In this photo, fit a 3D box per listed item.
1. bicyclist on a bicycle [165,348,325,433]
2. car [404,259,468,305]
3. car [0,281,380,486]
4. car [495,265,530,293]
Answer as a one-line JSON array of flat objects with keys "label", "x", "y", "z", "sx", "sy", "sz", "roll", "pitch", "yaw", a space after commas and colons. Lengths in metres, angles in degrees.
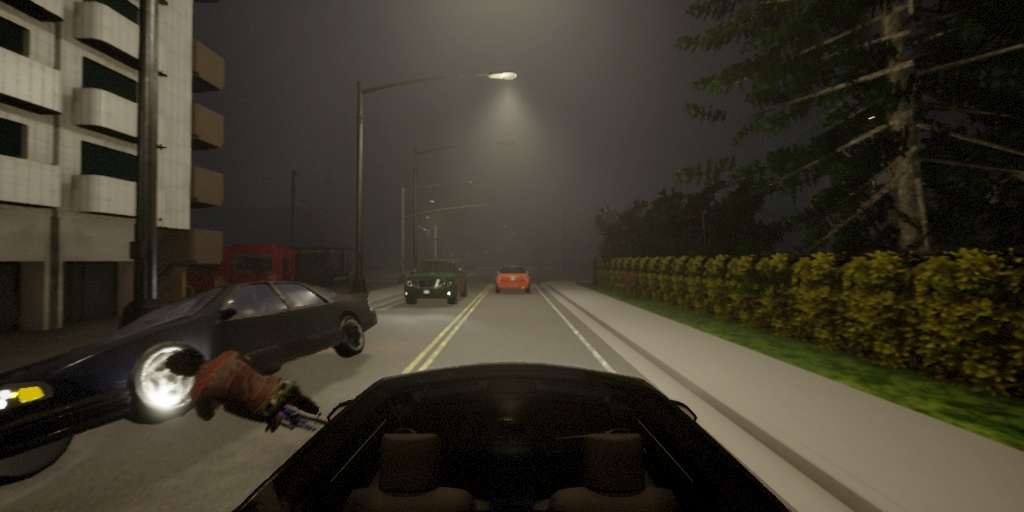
[{"label": "bicyclist on a bicycle", "x": -2.353, "y": 1.345, "z": 3.316, "sx": 1.656, "sy": 0.582, "sz": 1.620, "roll": 6, "pitch": -42, "yaw": 13}, {"label": "car", "x": -3.546, "y": 1.173, "z": 17.771, "sx": 2.150, "sy": 2.045, "sz": 5.566, "roll": 0, "pitch": -1, "yaw": 1}, {"label": "car", "x": -3.779, "y": 1.153, "z": 4.895, "sx": 2.033, "sy": 1.411, "sz": 5.357, "roll": -18, "pitch": -4, "yaw": 4}, {"label": "car", "x": 0.049, "y": 1.372, "z": 23.073, "sx": 2.097, "sy": 1.767, "sz": 4.553, "roll": 0, "pitch": -1, "yaw": 0}]
